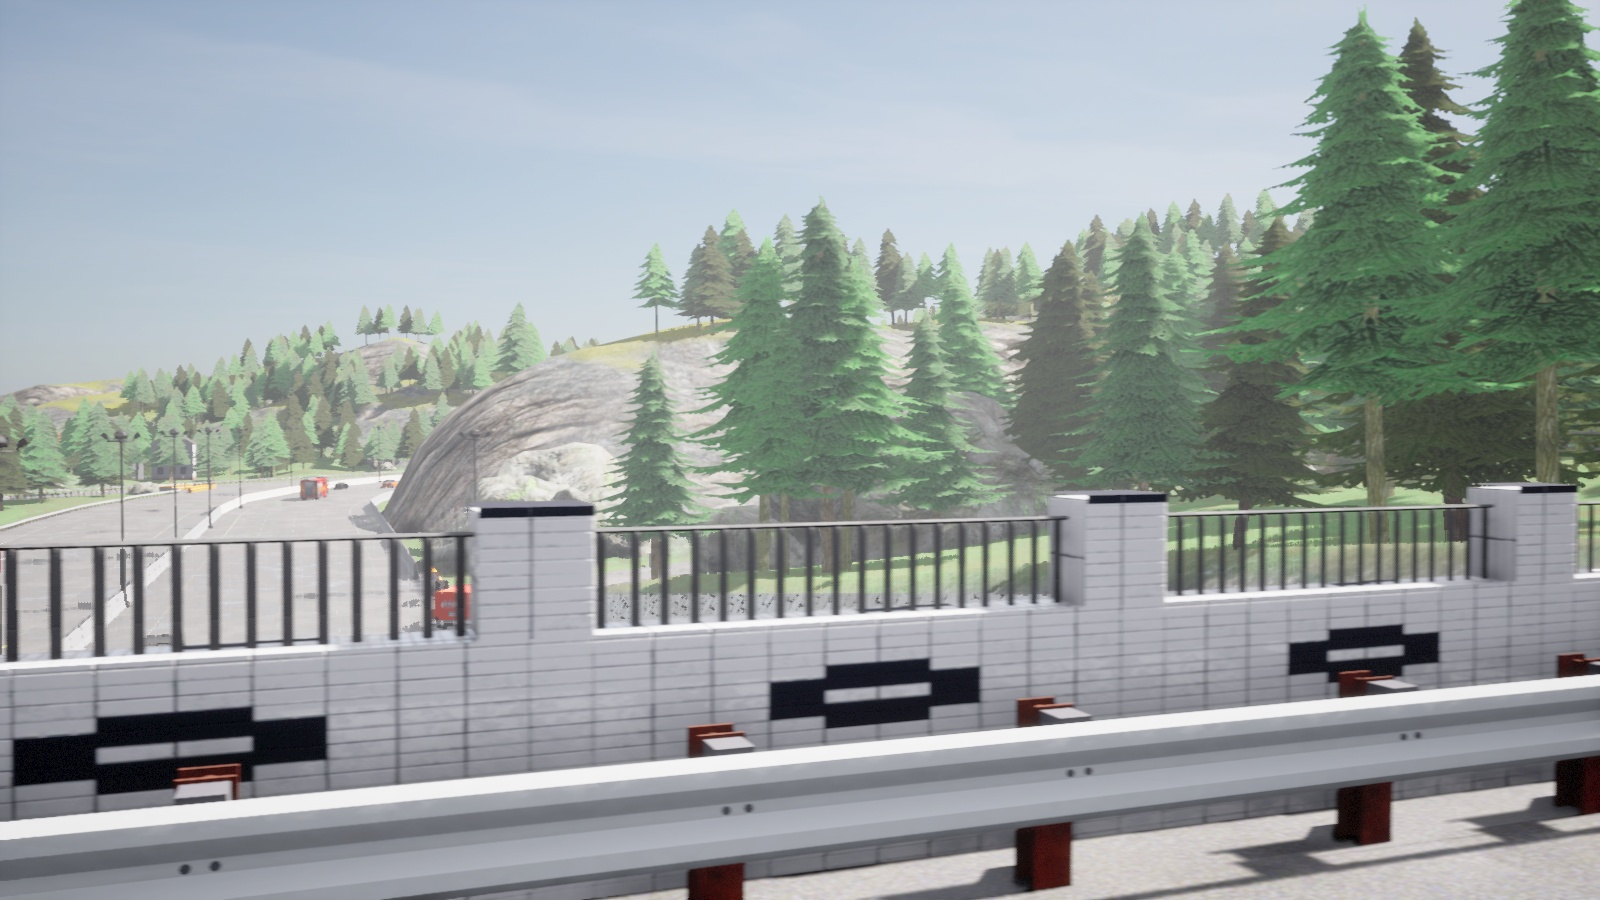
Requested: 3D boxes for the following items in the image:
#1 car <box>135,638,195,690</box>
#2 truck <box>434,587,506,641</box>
[{"bbox_3d":[-32.316,10.852,63.993,2.242,1.667,4.611,-2,1,-21],"label":"car"},{"bbox_3d":[-20.046,9.943,76.628,2.627,2.467,5.204,-1,1,4],"label":"truck"}]
